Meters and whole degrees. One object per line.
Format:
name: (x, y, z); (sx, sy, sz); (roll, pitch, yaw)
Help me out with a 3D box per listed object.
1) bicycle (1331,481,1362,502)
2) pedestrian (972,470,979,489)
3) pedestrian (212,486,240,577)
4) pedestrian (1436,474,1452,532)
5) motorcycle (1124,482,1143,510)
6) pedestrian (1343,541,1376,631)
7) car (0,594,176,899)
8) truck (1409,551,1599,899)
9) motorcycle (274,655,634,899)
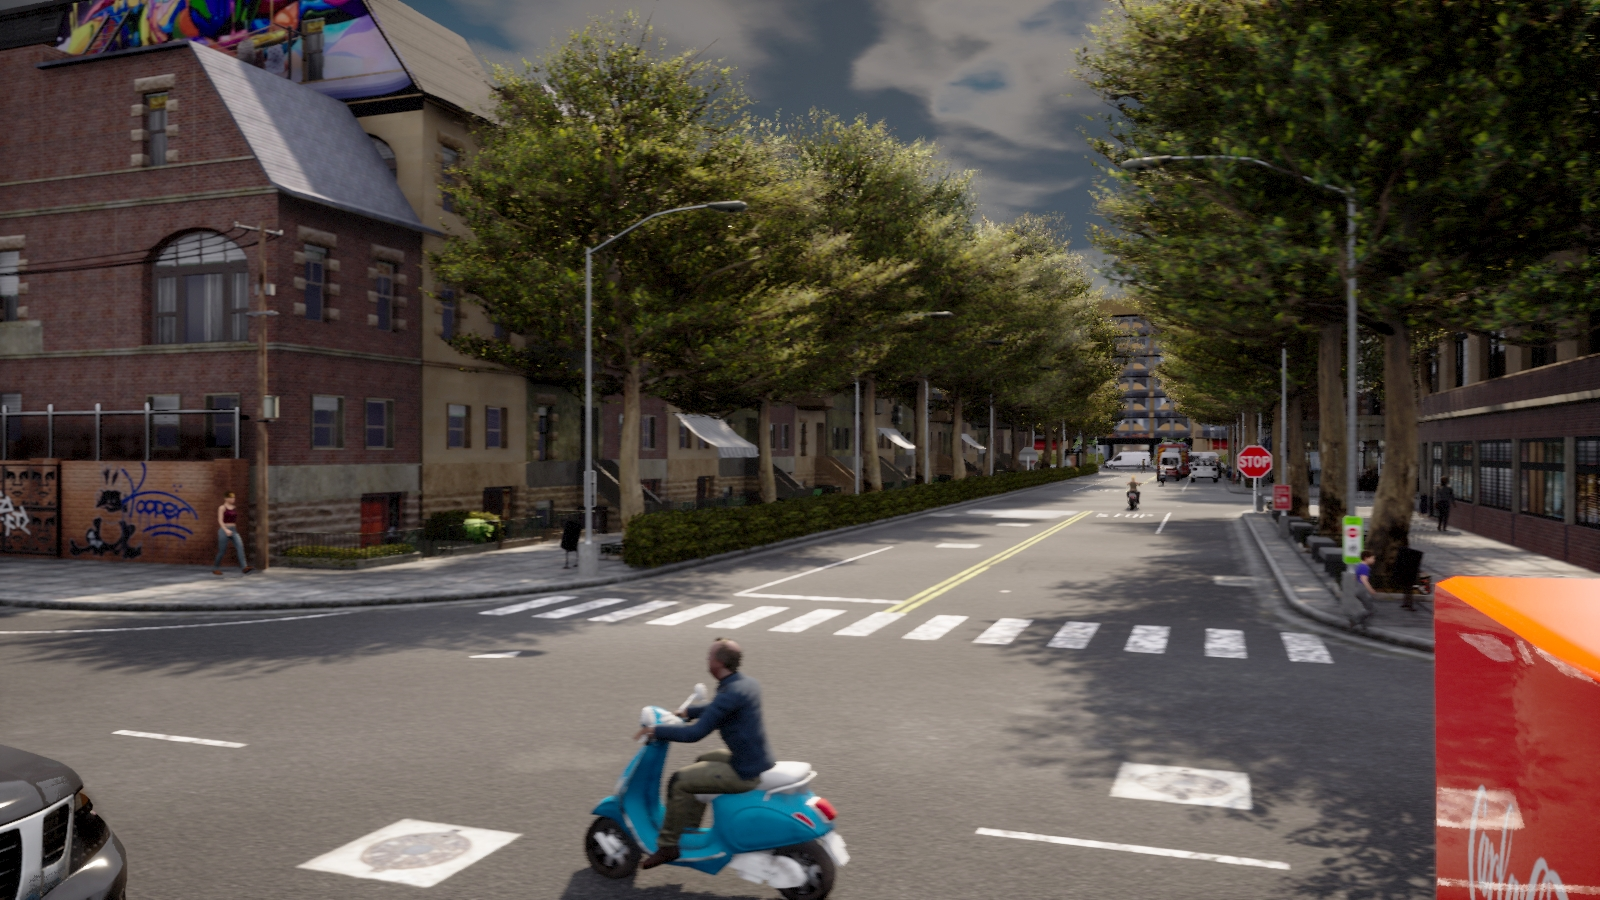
bicycle: (29.719, 2.260, 62.198); (1.487, 1.080, 0.859); (0, 0, 23)
pedestrian: (11.827, 1.971, 76.891); (0.375, 1.300, 0.375); (0, 0, 20)
pedestrian: (-11.974, 1.688, 23.846); (0.375, 1.860, 0.375); (0, 0, 21)
pedestrian: (20.770, 1.699, 36.860); (0.375, 1.860, 0.375); (0, 0, 19)
motorcycle: (15.876, 2.169, 54.362); (0.764, 1.277, 2.356); (0, 0, 20)
pedestrian: (8.365, 2.024, 17.086); (0.375, 1.300, 0.375); (0, 0, 15)
car: (-5.994, 1.778, 5.451); (5.566, 2.045, 2.150); (0, 0, 20)
truck: (4.099, 1.573, 1.809); (5.204, 2.467, 2.627); (0, 0, 20)
motorcycle: (-2.367, 2.166, 7.792); (2.356, 1.277, 0.764); (0, 0, 20)
